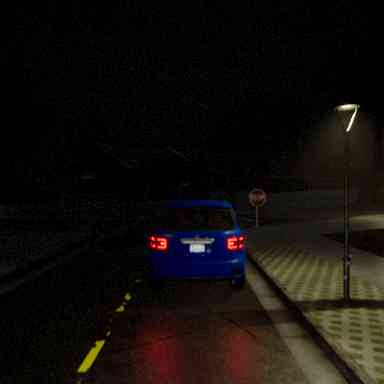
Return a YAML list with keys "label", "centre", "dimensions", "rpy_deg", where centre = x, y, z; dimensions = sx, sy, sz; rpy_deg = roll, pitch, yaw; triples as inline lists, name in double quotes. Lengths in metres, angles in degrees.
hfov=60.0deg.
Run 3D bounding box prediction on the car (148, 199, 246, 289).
- label: "car"
  centre: [0.112, 1.203, 9.264]
  dimensions: [2.150, 2.045, 5.566]
  rpy_deg: [0, 0, 0]
